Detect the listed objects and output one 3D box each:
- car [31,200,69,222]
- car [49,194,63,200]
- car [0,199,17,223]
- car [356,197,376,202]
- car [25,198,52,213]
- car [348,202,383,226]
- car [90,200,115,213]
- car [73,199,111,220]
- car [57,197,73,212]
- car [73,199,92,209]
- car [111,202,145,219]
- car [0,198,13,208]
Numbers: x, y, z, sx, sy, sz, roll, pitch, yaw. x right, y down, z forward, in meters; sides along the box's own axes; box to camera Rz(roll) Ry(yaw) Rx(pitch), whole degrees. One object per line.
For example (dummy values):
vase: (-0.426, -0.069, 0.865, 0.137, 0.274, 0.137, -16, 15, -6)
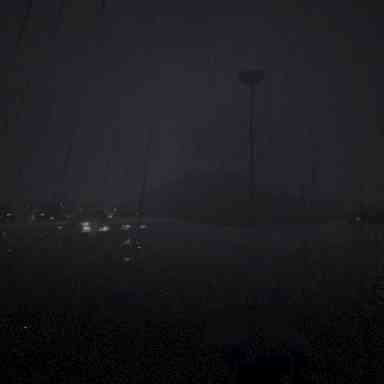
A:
car: (-12.162, 1.652, 28.193, 2.033, 1.411, 5.357, 0, 0, -29)
car: (-20.675, 1.405, 50.882, 2.150, 2.045, 5.566, 0, 1, -28)
car: (-15.069, 1.591, 26.221, 1.837, 1.490, 4.892, 0, 0, -29)
car: (29.057, 1.707, 56.127, 2.097, 1.767, 4.553, 0, 0, 0)
car: (-17.783, 1.702, 38.347, 1.994, 1.385, 4.181, 0, 0, -29)
car: (13.104, 1.683, 24.671, 1.812, 1.442, 4.674, 0, 0, 44)
car: (-10.982, 1.732, 40.527, 1.994, 1.385, 4.181, 0, 0, -29)
car: (-9.061, 1.599, 29.822, 1.882, 1.535, 5.008, 0, 0, -29)
car: (-14.292, 1.699, 39.262, 2.033, 1.411, 5.357, 0, 0, -29)
car: (-16.993, 1.767, 51.433, 1.994, 1.385, 4.181, 0, 0, -29)
car: (-5.928, 1.663, 31.392, 1.812, 1.442, 4.674, 0, 0, -29)
car: (-29.261, 1.666, 52.025, 2.128, 1.511, 4.902, 0, 0, -29)
